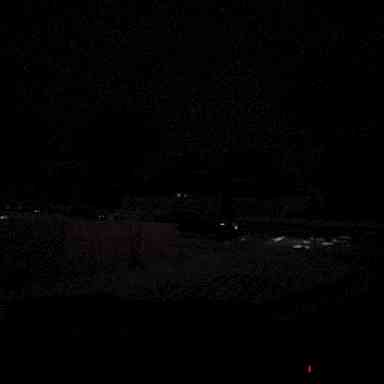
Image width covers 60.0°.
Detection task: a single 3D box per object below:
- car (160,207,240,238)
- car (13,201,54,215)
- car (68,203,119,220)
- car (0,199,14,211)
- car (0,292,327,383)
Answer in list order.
[{"bbox_3d":[0.344,1.632,19.002,4.902,1.511,2.128,0,3,36],"label":"car"},{"bbox_3d":[-14.964,1.617,31.823,4.892,1.490,1.837,0,3,44],"label":"car"},{"bbox_3d":[-7.521,1.632,25.131,4.902,1.511,2.128,0,3,40],"label":"car"},{"bbox_3d":[-22.543,1.585,39.696,2.128,1.511,4.902,-4,3,-41],"label":"car"},{"bbox_3d":[-1.373,1.547,2.105,5.357,1.411,2.033,0,0,-35],"label":"car"}]
